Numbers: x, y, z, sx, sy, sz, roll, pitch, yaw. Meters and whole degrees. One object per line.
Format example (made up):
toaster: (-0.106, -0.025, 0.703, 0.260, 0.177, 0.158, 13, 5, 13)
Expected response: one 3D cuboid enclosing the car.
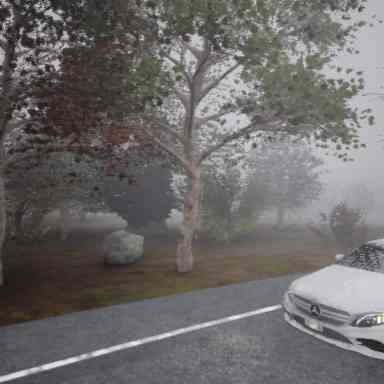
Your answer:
car: (3.681, 1.557, 5.713, 4.674, 1.442, 1.812, 0, -1, -30)
